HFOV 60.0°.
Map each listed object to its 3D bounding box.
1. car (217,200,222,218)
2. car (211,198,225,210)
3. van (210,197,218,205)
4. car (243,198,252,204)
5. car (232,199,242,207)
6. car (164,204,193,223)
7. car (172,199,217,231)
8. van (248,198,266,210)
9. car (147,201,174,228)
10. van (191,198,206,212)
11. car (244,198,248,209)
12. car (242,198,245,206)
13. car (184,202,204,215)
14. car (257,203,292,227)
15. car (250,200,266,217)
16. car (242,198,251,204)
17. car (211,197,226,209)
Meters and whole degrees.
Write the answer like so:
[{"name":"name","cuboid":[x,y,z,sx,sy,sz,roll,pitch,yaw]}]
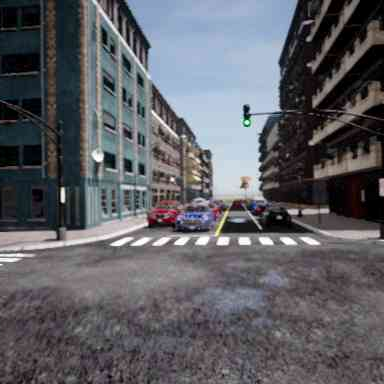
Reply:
[{"name":"car","cuboid":[1.512,1.798,31.510,1.882,1.535,5.008,-1,-1,8]},{"name":"car","cuboid":[2.720,1.877,40.851,1.882,1.535,5.008,-1,-1,7]},{"name":"van","cuboid":[5.261,2.101,79.817,1.690,1.788,3.998,-1,-1,7]},{"name":"car","cuboid":[13.078,2.164,78.808,1.887,1.381,4.507,-1,-1,7]},{"name":"car","cuboid":[8.589,2.100,63.301,1.994,1.385,4.181,-1,-1,7]},{"name":"car","cuboid":[-1.133,1.896,30.259,1.887,1.381,4.507,-1,-1,7]},{"name":"car","cuboid":[0.304,1.595,22.381,2.097,1.767,4.553,-1,-1,8]},{"name":"van","cuboid":[8.100,1.644,40.267,1.690,1.788,3.998,-1,-1,7]},{"name":"car","cuboid":[-1.848,1.619,24.756,2.192,1.841,5.009,-1,-1,7]},{"name":"van","cuboid":[0.996,1.831,46.780,1.690,1.788,3.998,-1,-1,7]},{"name":"car","cuboid":[9.523,1.835,51.278,1.967,1.590,4.097,-1,-1,7]},{"name":"car","cuboid":[10.946,2.037,62.289,2.008,1.369,4.403,-1,-1,7]},{"name":"car","cuboid":[0.288,1.988,41.272,1.887,1.381,4.507,-1,-1,7]},{"name":"car","cuboid":[5.971,1.730,23.746,1.947,1.339,4.313,-1,-1,7]},{"name":"car","cuboid":[7.393,1.839,34.758,1.802,1.307,4.206,-1,-1,7]},{"name":"car","cuboid":[13.788,2.208,84.314,1.887,1.381,4.507,-1,-1,7]},{"name":"car","cuboid":[3.990,1.831,50.490,2.097,1.767,4.553,-1,-1,8]}]
